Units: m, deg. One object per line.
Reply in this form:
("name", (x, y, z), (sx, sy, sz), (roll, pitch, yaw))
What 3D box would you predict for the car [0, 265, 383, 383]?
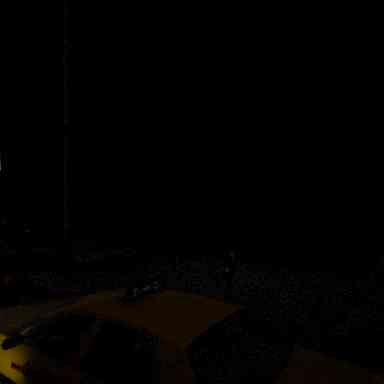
("car", (-0.667, 1.535, 3.286), (4.829, 1.417, 1.752), (0, 0, 35))
